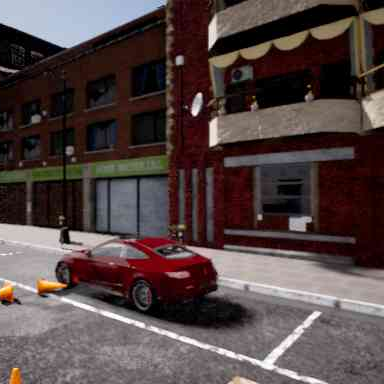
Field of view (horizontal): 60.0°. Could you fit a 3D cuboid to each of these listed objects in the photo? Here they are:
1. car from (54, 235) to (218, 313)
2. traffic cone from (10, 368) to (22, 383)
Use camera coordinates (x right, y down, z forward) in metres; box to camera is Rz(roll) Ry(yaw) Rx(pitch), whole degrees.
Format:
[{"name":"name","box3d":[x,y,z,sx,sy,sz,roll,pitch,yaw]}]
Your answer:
[{"name":"car","box3d":[-1.395,1.638,7.598,4.206,1.307,1.802,0,-1,36]},{"name":"traffic cone","box3d":[-1.680,1.976,3.166,0.340,0.580,0.340,0,-1,36]}]
